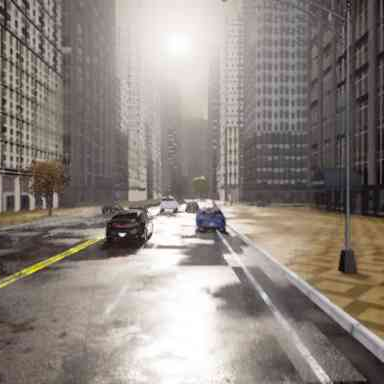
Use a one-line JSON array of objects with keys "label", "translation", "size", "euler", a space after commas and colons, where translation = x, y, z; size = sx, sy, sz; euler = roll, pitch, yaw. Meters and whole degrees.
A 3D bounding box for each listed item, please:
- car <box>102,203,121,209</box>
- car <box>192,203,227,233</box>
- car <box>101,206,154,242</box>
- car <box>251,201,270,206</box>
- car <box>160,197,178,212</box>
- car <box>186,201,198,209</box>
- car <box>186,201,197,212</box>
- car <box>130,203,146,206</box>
[{"label": "car", "translation": [-9.848, 2.029, 41.432], "size": [1.994, 1.385, 4.181], "euler": [0, -1, 0]}, {"label": "car", "translation": [1.128, 1.720, 21.546], "size": [1.882, 1.535, 5.008], "euler": [0, -1, 0]}, {"label": "car", "translation": [-3.157, 1.700, 17.448], "size": [1.837, 1.490, 4.892], "euler": [0, -1, 0]}, {"label": "car", "translation": [15.887, 2.691, 77.041], "size": [4.403, 1.369, 2.008], "euler": [1, 0, -1]}, {"label": "car", "translation": [-3.171, 1.736, 46.119], "size": [2.150, 2.045, 5.566], "euler": [0, -1, 0]}, {"label": "car", "translation": [-0.025, 2.215, 58.055], "size": [1.994, 1.385, 4.181], "euler": [0, -1, 0]}, {"label": "car", "translation": [0.039, 2.060, 47.630], "size": [1.812, 1.442, 4.674], "euler": [0, -1, 0]}, {"label": "car", "translation": [-6.604, 2.023, 40.924], "size": [1.994, 1.385, 4.181], "euler": [0, -1, 0]}]
